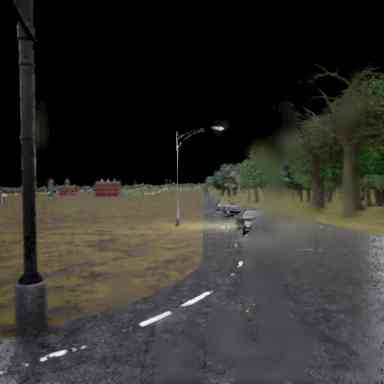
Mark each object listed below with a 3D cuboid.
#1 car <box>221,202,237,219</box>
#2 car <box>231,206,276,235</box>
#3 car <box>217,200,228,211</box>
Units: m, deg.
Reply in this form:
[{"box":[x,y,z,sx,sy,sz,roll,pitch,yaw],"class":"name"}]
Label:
[{"box":[4.401,2.090,35.107,1.895,1.301,4.718,-1,-1,2],"class":"car"},{"box":[3.877,1.822,20.933,2.033,1.411,5.357,-1,-1,2],"class":"car"},{"box":[5.182,2.088,54.052,2.097,1.767,4.553,-1,-1,2],"class":"car"}]
